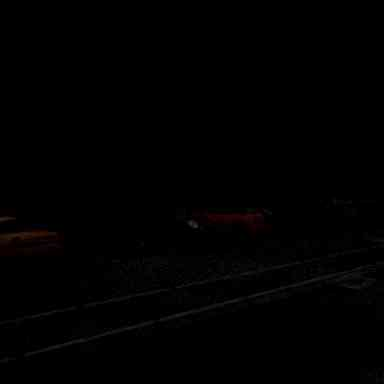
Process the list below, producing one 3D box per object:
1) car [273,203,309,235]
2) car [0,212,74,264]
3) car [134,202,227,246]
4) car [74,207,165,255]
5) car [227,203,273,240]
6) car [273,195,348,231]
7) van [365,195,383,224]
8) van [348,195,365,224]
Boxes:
[{"bbox_3d":[3.825,1.514,18.823,4.674,1.452,2.002,-1,-1,34],"label":"car"},{"bbox_3d":[-6.673,1.499,11.483,5.366,1.575,1.946,-1,0,34],"label":"car"},{"bbox_3d":[-1.033,1.361,15.364,4.553,1.767,2.185,-1,-1,34],"label":"car"},{"bbox_3d":[-3.735,1.522,13.351,4.792,1.488,2.163,-1,-1,34],"label":"car"},{"bbox_3d":[1.431,1.354,17.060,4.553,1.767,2.185,-1,0,34],"label":"car"},{"bbox_3d":[6.212,1.217,20.576,5.566,2.045,2.435,-1,0,34],"label":"car"},{"bbox_3d":[11.165,1.228,23.979,4.442,1.987,1.878,-1,-1,34],"label":"van"},{"bbox_3d":[8.751,1.234,22.237,4.442,1.987,1.878,-1,-1,34],"label":"van"}]
